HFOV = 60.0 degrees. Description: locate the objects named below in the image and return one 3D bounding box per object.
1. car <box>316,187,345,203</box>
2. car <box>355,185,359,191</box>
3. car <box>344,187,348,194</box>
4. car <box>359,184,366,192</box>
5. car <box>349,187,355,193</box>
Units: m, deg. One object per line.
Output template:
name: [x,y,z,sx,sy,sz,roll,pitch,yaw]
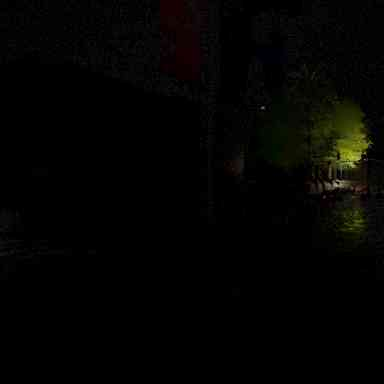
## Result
car: [15.777,0.501,38.252,1.994,1.385,4.181,1,2,36]
car: [35.760,-0.509,75.274,1.947,1.339,4.313,3,3,36]
car: [28.421,-0.251,65.053,2.008,1.369,4.403,3,3,36]
car: [42.096,-0.720,84.141,1.802,1.307,4.206,3,3,36]
car: [32.592,-0.407,70.841,2.008,1.369,4.403,3,3,36]
